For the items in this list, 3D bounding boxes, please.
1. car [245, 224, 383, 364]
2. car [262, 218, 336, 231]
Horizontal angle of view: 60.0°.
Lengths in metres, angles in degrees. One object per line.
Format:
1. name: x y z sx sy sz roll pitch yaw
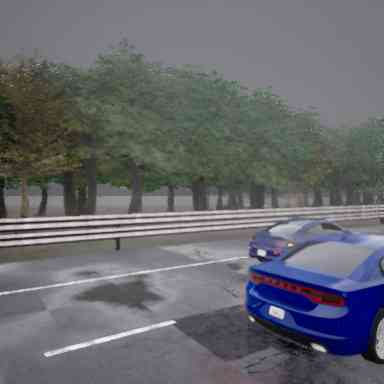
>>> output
1. car: 3.184 1.493 5.944 5.008 1.535 1.882 0 0 -35
2. car: 3.855 1.550 10.671 4.674 1.442 1.812 0 0 -35
